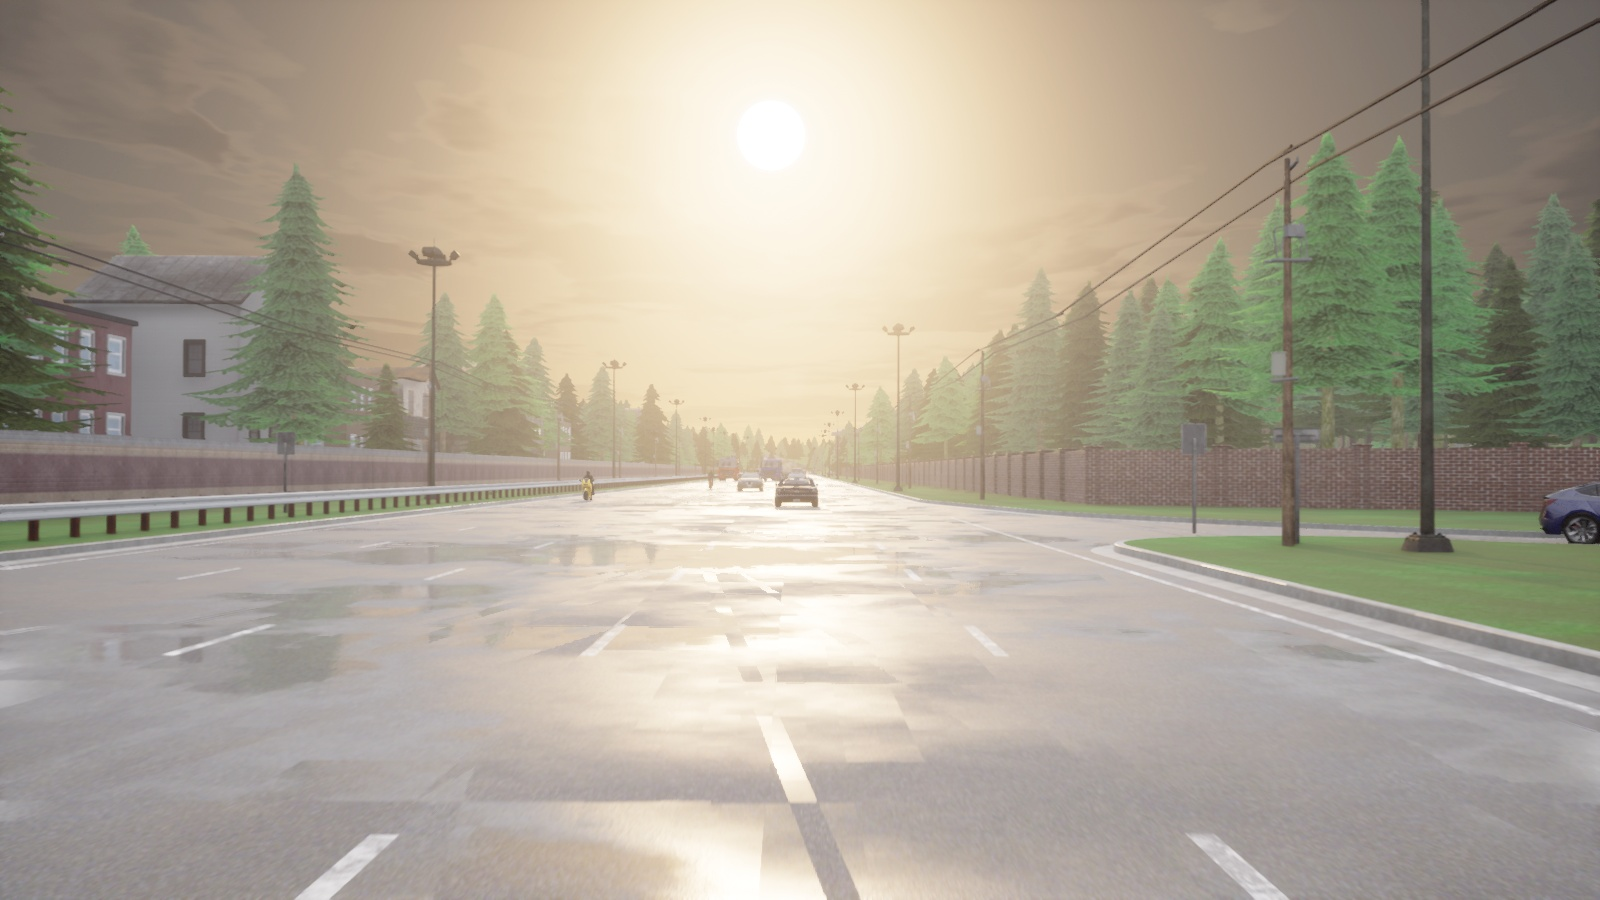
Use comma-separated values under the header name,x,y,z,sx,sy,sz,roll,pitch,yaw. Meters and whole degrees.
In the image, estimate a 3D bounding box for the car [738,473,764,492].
name,x,y,z,sx,sy,sz,roll,pitch,yaw
car,-3.729,2.452,95.417,1.812,1.442,4.674,0,-1,0

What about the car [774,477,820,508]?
name,x,y,z,sx,sy,sz,roll,pitch,yaw
car,-0.131,1.832,54.942,1.895,1.301,4.718,0,-1,0

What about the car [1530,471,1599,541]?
name,x,y,z,sx,sy,sz,roll,pitch,yaw
car,18.458,1.185,26.583,2.163,1.488,4.792,1,-1,-45

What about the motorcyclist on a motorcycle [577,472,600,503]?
name,x,y,z,sx,sy,sz,roll,pitch,yaw
motorcyclist on a motorcycle,-10.659,1.899,63.317,0.797,1.523,2.044,0,-1,-1

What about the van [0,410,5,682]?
name,x,y,z,sx,sy,sz,roll,pitch,yaw
van,-7.018,0.687,7.207,2.069,2.038,4.480,0,-1,0
